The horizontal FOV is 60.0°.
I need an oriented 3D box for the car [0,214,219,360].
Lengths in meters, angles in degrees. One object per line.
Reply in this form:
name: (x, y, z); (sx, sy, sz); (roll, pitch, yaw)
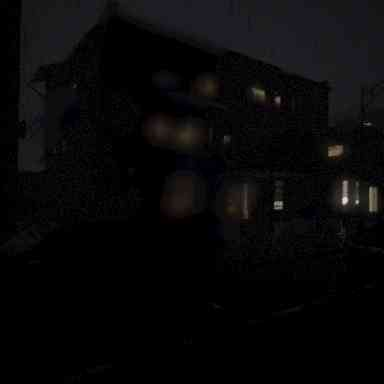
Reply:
car: (-1.841, 1.330, 5.234); (5.009, 1.841, 2.192); (1, 0, -35)

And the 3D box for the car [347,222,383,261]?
car: (7.166, 1.708, 11.657); (4.206, 1.307, 1.802); (1, 0, -35)
